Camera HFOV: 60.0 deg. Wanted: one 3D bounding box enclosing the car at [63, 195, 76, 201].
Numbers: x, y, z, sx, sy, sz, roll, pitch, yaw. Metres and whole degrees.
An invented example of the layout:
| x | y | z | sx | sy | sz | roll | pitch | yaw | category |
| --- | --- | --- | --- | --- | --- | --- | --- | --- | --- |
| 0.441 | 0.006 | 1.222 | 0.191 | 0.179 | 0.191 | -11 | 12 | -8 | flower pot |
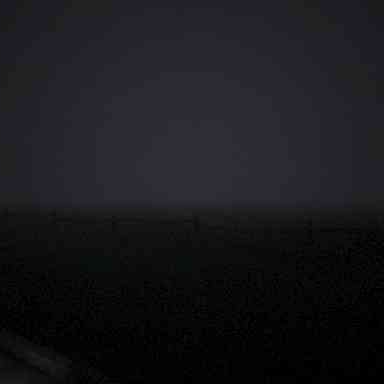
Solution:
| x | y | z | sx | sy | sz | roll | pitch | yaw | category |
| --- | --- | --- | --- | --- | --- | --- | --- | --- | --- |
| -30.790 | 1.732 | 86.843 | 2.097 | 1.767 | 4.553 | 0 | 0 | 12 | car |

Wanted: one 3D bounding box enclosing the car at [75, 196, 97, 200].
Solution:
| x | y | z | sx | sy | sz | roll | pitch | yaw | category |
| --- | --- | --- | --- | --- | --- | --- | --- | --- | --- |
| -27.363 | 1.838 | 86.128 | 1.882 | 1.535 | 5.008 | 0 | 0 | 12 | car |

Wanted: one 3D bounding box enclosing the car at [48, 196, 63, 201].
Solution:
| x | y | z | sx | sy | sz | roll | pitch | yaw | category |
| --- | --- | --- | --- | --- | --- | --- | --- | --- | --- |
| -34.350 | 1.927 | 86.937 | 2.033 | 1.411 | 5.357 | 0 | 0 | 12 | car |
